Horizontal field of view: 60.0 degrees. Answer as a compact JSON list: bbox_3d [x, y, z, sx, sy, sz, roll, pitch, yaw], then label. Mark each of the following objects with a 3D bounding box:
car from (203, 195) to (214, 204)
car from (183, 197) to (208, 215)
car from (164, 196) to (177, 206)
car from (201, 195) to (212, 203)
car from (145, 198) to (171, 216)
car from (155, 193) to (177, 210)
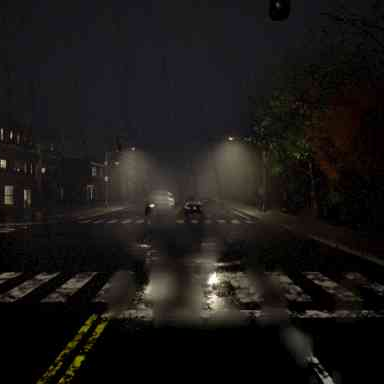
[{"bbox_3d":[3.208,1.577,63.245,1.895,1.301,4.718,0,0,0],"label":"car"},{"bbox_3d":[0.142,1.537,33.241,2.033,1.411,5.357,0,0,-2],"label":"car"},{"bbox_3d":[-3.448,1.485,53.619,1.837,1.490,4.892,0,0,0],"label":"car"},{"bbox_3d":[3.082,1.494,73.250,2.128,1.511,4.902,0,0,0],"label":"car"},{"bbox_3d":[-3.414,1.554,32.750,1.994,1.385,4.181,0,0,0],"label":"car"},{"bbox_3d":[-3.431,1.206,43.151,2.150,2.045,5.566,0,0,0],"label":"car"}]
